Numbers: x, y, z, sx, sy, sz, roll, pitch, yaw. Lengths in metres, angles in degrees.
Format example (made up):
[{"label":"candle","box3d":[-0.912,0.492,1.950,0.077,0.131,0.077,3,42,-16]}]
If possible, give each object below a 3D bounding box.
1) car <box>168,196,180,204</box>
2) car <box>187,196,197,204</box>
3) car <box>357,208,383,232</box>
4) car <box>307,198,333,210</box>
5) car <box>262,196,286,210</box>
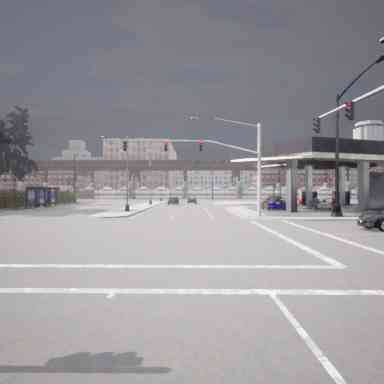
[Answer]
[{"label":"car","box3d":[-3.378,1.491,61.703,2.128,1.511,4.902,0,0,0]},{"label":"car","box3d":[0.022,1.547,64.370,2.033,1.411,5.357,0,0,0]},{"label":"car","box3d":[12.297,1.505,19.528,4.892,1.490,1.837,0,0,-1]},{"label":"car","box3d":[15.469,1.456,40.452,1.970,1.475,3.806,0,0,0]},{"label":"car","box3d":[9.724,1.295,39.691,2.242,1.667,4.611,0,0,0]}]
